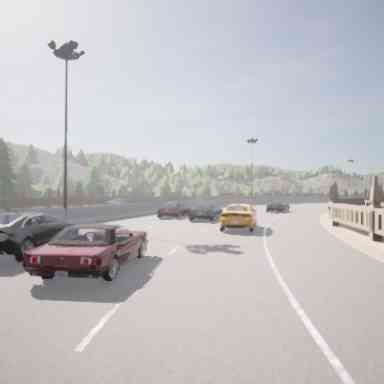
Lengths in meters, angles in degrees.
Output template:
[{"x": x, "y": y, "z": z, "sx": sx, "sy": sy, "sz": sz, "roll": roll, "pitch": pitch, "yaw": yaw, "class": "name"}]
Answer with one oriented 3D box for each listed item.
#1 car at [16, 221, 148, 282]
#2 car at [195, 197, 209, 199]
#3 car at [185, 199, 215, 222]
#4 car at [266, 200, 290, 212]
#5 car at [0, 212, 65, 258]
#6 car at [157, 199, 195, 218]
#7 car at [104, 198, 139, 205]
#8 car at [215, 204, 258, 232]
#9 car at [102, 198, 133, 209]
[{"x": -2.688, "y": 1.573, "z": 9.716, "sx": 1.895, "sy": 1.301, "sz": 4.718, "roll": 0, "pitch": 0, "yaw": 7, "class": "car"}, {"x": 1.518, "y": 1.571, "z": 58.477, "sx": 2.128, "sy": 1.511, "sz": 4.902, "roll": 0, "pitch": 0, "yaw": 36, "class": "car"}, {"x": 1.211, "y": 1.546, "z": 26.798, "sx": 1.994, "sy": 1.385, "sz": 4.181, "roll": 0, "pitch": 0, "yaw": 18, "class": "car"}, {"x": 10.031, "y": 1.584, "z": 38.582, "sx": 1.994, "sy": 1.385, "sz": 4.181, "roll": 0, "pitch": 0, "yaw": 27, "class": "car"}, {"x": -5.857, "y": 1.449, "z": 11.950, "sx": 2.128, "sy": 1.511, "sz": 4.902, "roll": 0, "pitch": 0, "yaw": 8, "class": "car"}, {"x": -1.473, "y": 1.543, "z": 29.681, "sx": 1.994, "sy": 1.385, "sz": 4.181, "roll": 0, "pitch": 0, "yaw": 19, "class": "car"}, {"x": -7.261, "y": 1.466, "z": 34.781, "sx": 2.128, "sy": 1.511, "sz": 4.902, "roll": 0, "pitch": 0, "yaw": 22, "class": "car"}, {"x": 2.939, "y": 1.461, "z": 20.377, "sx": 1.882, "sy": 1.535, "sz": 5.008, "roll": 0, "pitch": 0, "yaw": 14, "class": "car"}, {"x": -10.159, "y": 1.562, "z": 45.541, "sx": 1.994, "sy": 1.385, "sz": 4.181, "roll": 0, "pitch": 0, "yaw": 27, "class": "car"}]
